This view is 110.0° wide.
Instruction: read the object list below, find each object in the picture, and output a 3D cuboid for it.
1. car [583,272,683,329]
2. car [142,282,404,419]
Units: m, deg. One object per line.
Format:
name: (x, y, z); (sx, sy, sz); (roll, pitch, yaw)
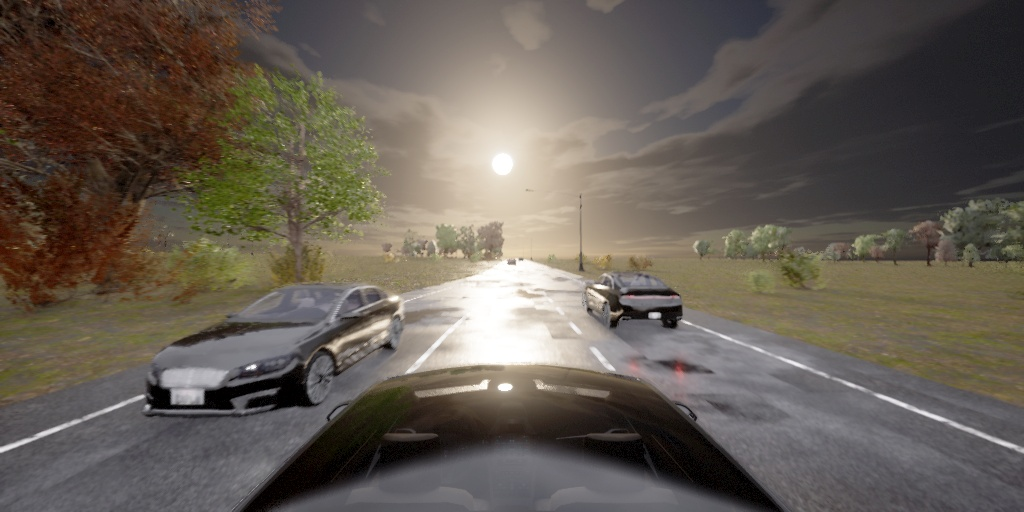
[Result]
car: (3.494, 1.242, 11.192); (2.128, 1.511, 4.902); (0, 0, 0)
car: (-3.403, 1.243, 6.282); (2.128, 1.511, 4.902); (0, 0, 2)
